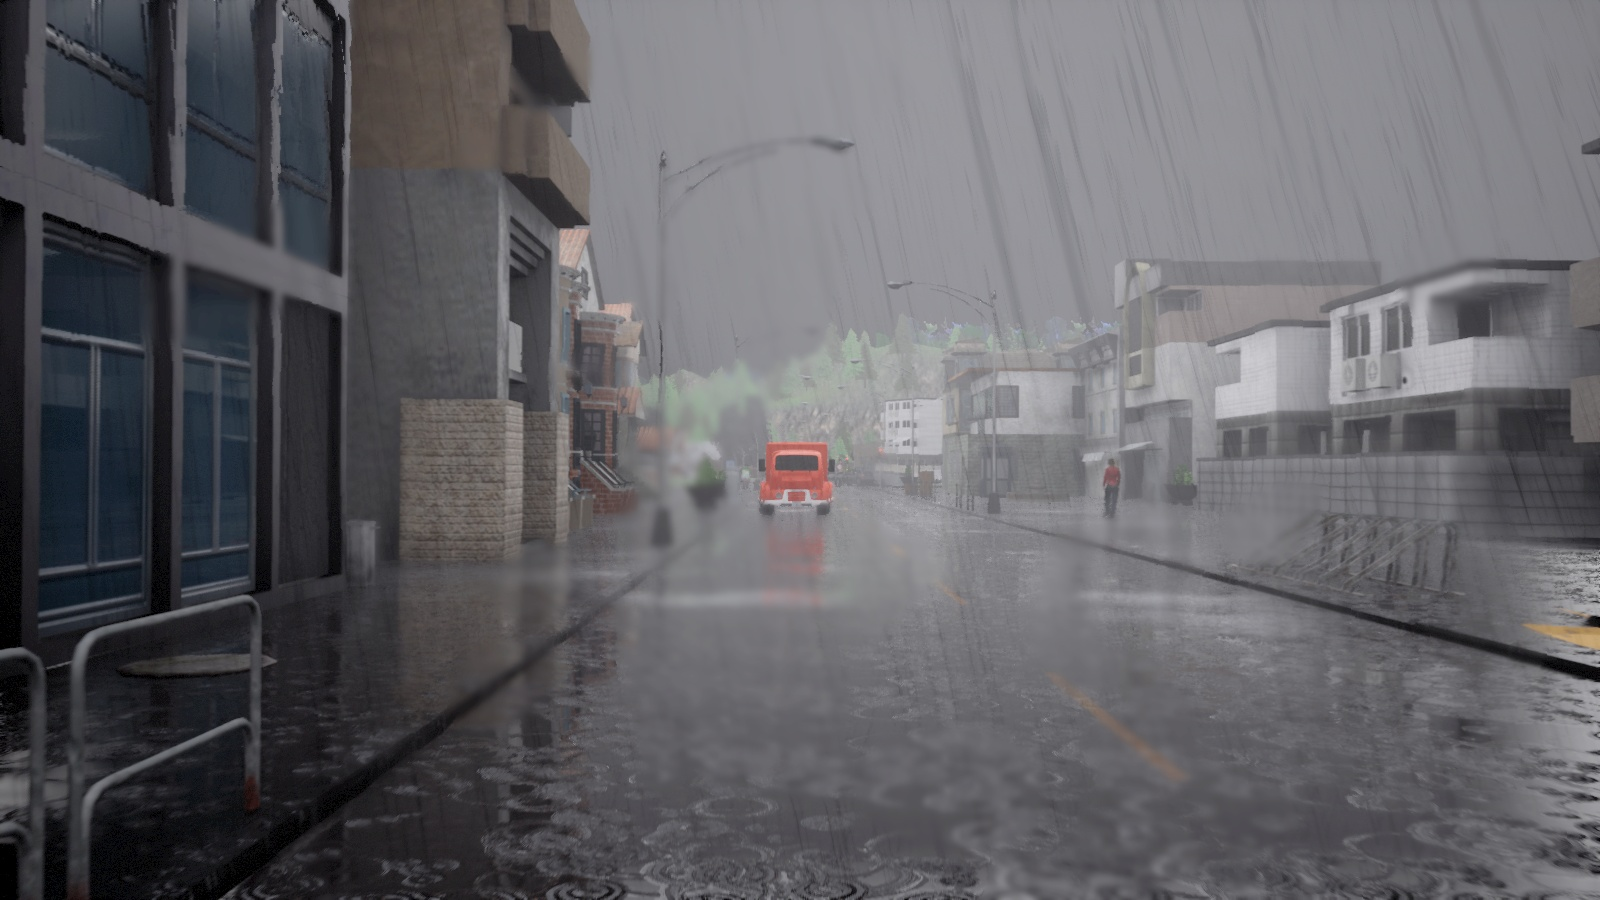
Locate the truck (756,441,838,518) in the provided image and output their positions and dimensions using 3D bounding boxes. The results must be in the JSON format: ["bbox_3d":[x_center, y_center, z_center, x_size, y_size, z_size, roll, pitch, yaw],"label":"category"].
[{"bbox_3d":[-0.104,0.975,42.871,2.627,2.467,5.204,0,-1,0],"label":"truck"}]

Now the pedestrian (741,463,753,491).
[{"bbox_3d":[-3.593,1.837,85.898,0.659,1.952,0.873,0,-1,9],"label":"pedestrian"}]
